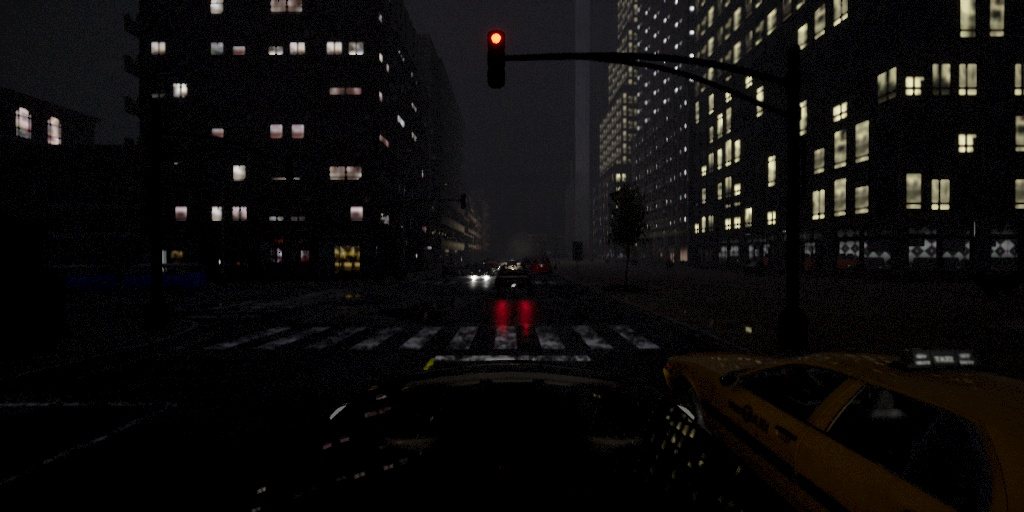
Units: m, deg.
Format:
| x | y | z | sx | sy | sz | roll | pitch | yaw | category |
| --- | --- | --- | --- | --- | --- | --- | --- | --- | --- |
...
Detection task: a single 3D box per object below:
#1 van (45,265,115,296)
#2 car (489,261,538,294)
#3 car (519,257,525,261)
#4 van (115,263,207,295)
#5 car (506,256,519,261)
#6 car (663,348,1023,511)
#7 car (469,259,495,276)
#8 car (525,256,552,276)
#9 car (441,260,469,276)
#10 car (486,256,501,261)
| x | y | z | sx | sy | sz | roll | pitch | yaw | category |
| --- | --- | --- | --- | --- | --- | --- | --- | --- | --- |
| -26.305 | 1.427 | 21.481 | 3.998 | 1.789 | 1.690 | 0 | 0 | -1 | van |
| 0.088 | 1.211 | 19.883 | 2.128 | 1.511 | 4.902 | 0 | 0 | 0 | car |
| 2.689 | 0.948 | 56.875 | 2.192 | 1.841 | 5.009 | 0 | 0 | 0 | car |
| -20.767 | 1.336 | 21.531 | 3.998 | 1.789 | 1.690 | 0 | 0 | -1 | van |
| -0.001 | 1.117 | 63.545 | 2.128 | 1.511 | 4.902 | 0 | 0 | 0 | car |
| 2.689 | 1.273 | 2.528 | 1.751 | 1.417 | 4.829 | 0 | 0 | 0 | car |
| -3.097 | 1.230 | 35.980 | 1.994 | 1.385 | 4.181 | 0 | 0 | 0 | car |
| 2.689 | 0.983 | 34.770 | 2.192 | 1.841 | 5.009 | 0 | 0 | 0 | car |
| -5.691 | 1.219 | 34.770 | 2.007 | 1.370 | 4.403 | 0 | 0 | 0 | car |
| -3.085 | 0.992 | 52.193 | 2.097 | 1.767 | 4.553 | 0 | 0 | 0 | car |
